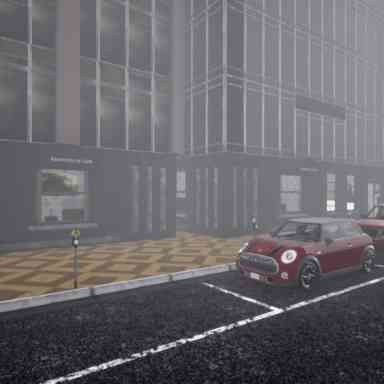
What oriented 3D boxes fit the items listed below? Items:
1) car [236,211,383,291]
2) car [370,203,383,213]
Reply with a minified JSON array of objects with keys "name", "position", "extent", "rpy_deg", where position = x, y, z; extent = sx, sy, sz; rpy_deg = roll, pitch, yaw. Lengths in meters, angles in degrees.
[{"name":"car","position":[3.091,1.439,8.938],"extent":[4.097,1.590,1.967],"rpy_deg":[0,0,-35]},{"name":"car","position":[7.618,1.310,12.164],"extent":[5.009,1.841,2.192],"rpy_deg":[0,0,-35]}]
